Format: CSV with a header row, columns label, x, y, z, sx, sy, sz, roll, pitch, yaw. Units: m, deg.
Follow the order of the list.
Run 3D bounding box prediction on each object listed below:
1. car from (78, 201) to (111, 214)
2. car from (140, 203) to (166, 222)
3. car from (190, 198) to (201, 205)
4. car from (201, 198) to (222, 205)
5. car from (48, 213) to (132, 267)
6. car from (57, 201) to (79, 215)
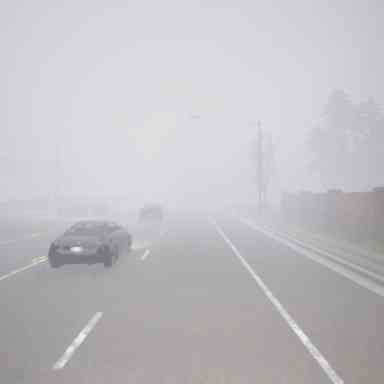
label,x,y,z,sx,sy,sz,roll,pitch,yaw
car,-10.372,1.815,36.870,2.128,1.511,4.902,0,0,3
car,-3.401,1.738,29.410,1.882,1.535,5.008,0,0,0
car,1.642,2.165,76.464,1.812,1.442,4.674,-1,-1,40
car,4.783,2.106,74.733,1.994,1.385,4.181,-1,-1,42
car,-3.404,1.677,11.814,1.994,1.385,4.181,0,0,0
car,-13.769,1.833,38.418,2.128,1.511,4.902,0,-1,3
